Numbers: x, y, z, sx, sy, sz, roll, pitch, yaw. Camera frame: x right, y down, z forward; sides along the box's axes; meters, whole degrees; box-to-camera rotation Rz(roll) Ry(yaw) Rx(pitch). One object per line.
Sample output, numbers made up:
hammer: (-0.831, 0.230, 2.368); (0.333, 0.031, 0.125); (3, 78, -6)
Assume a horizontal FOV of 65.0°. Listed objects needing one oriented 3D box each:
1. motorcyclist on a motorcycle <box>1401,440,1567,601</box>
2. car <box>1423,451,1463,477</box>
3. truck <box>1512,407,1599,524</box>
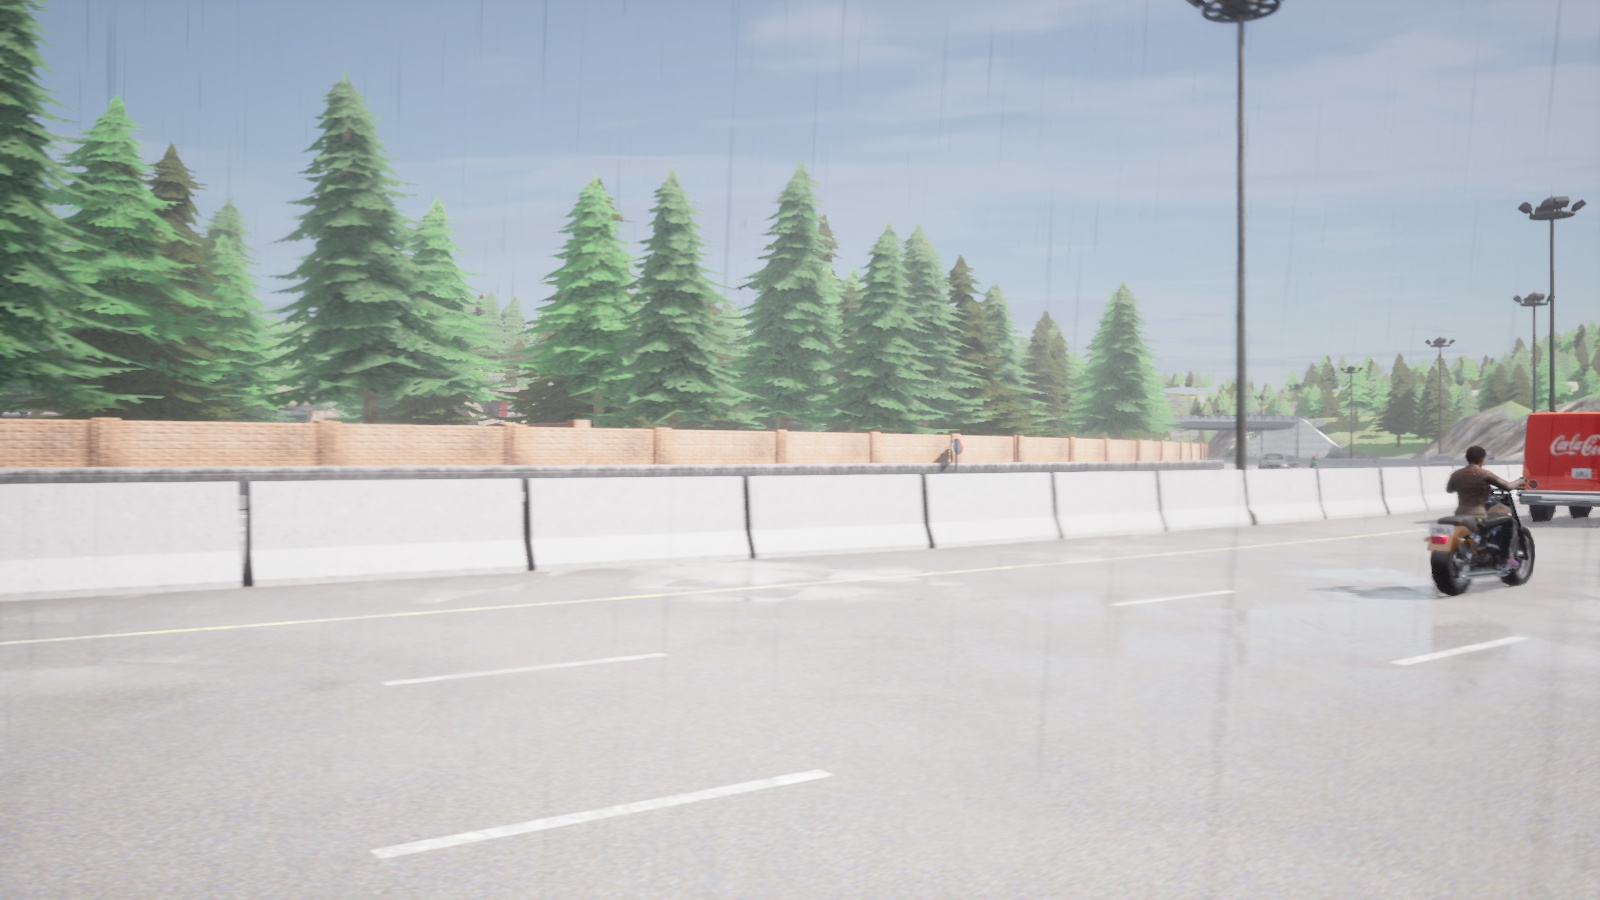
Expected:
motorcyclist on a motorcycle: (7.582, 0.731, 13.868); (2.350, 1.649, 0.766); (0, -1, -40)
car: (42.301, 0.893, 82.735); (2.033, 1.649, 4.856); (0, 0, 23)
truck: (18.467, 0.322, 28.649); (2.627, 2.467, 5.204); (0, 0, 44)
